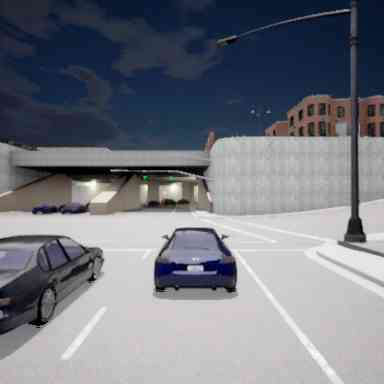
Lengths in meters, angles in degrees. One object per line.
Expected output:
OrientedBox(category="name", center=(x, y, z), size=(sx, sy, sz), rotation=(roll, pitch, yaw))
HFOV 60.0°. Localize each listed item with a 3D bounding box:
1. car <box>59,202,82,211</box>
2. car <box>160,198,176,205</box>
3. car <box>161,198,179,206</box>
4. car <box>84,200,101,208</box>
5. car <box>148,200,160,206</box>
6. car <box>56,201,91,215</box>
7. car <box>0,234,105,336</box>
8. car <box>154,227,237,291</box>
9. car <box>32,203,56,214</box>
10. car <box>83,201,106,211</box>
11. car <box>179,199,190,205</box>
OrientedBox(category="car", center=(-18.533, 2.211, 51.056), size=(1.895, 1.301, 4.718), rotation=(0, -1, -1))
OrientedBox(category="car", center=(-5.967, 2.346, 83.124), size=(2.097, 1.767, 4.553), rotation=(0, -1, 24))
OrientedBox(category="car", center=(-4.786, 2.230, 73.367), size=(2.097, 1.767, 4.553), rotation=(0, -1, 6))
OrientedBox(category="car", center=(-18.771, 2.316, 63.026), size=(1.994, 1.385, 4.181), rotation=(0, -1, -1))
OrientedBox(category="car", center=(-8.305, 2.411, 73.072), size=(2.033, 1.411, 5.357), rotation=(0, -1, 6))
OrientedBox(category="car", center=(-14.811, 2.049, 42.004), size=(2.033, 1.411, 5.357), rotation=(0, -1, -1))
OrientedBox(category="car", center=(-3.420, 1.635, 7.169), size=(2.033, 1.411, 5.357), rotation=(0, -1, 0))
OrientedBox(category="car", center=(0.083, 1.677, 9.336), size=(1.994, 1.385, 4.181), rotation=(0, -1, 0))
OrientedBox(category="car", center=(-18.308, 2.102, 41.895), size=(1.895, 1.301, 4.718), rotation=(0, -1, -1))
OrientedBox(category="car", center=(-15.042, 2.107, 51.523), size=(2.128, 1.511, 4.902), rotation=(0, -1, -1))
OrientedBox(category="car", center=(-2.161, 2.515, 83.161), size=(1.812, 1.442, 4.674), rotation=(0, -1, 28))
